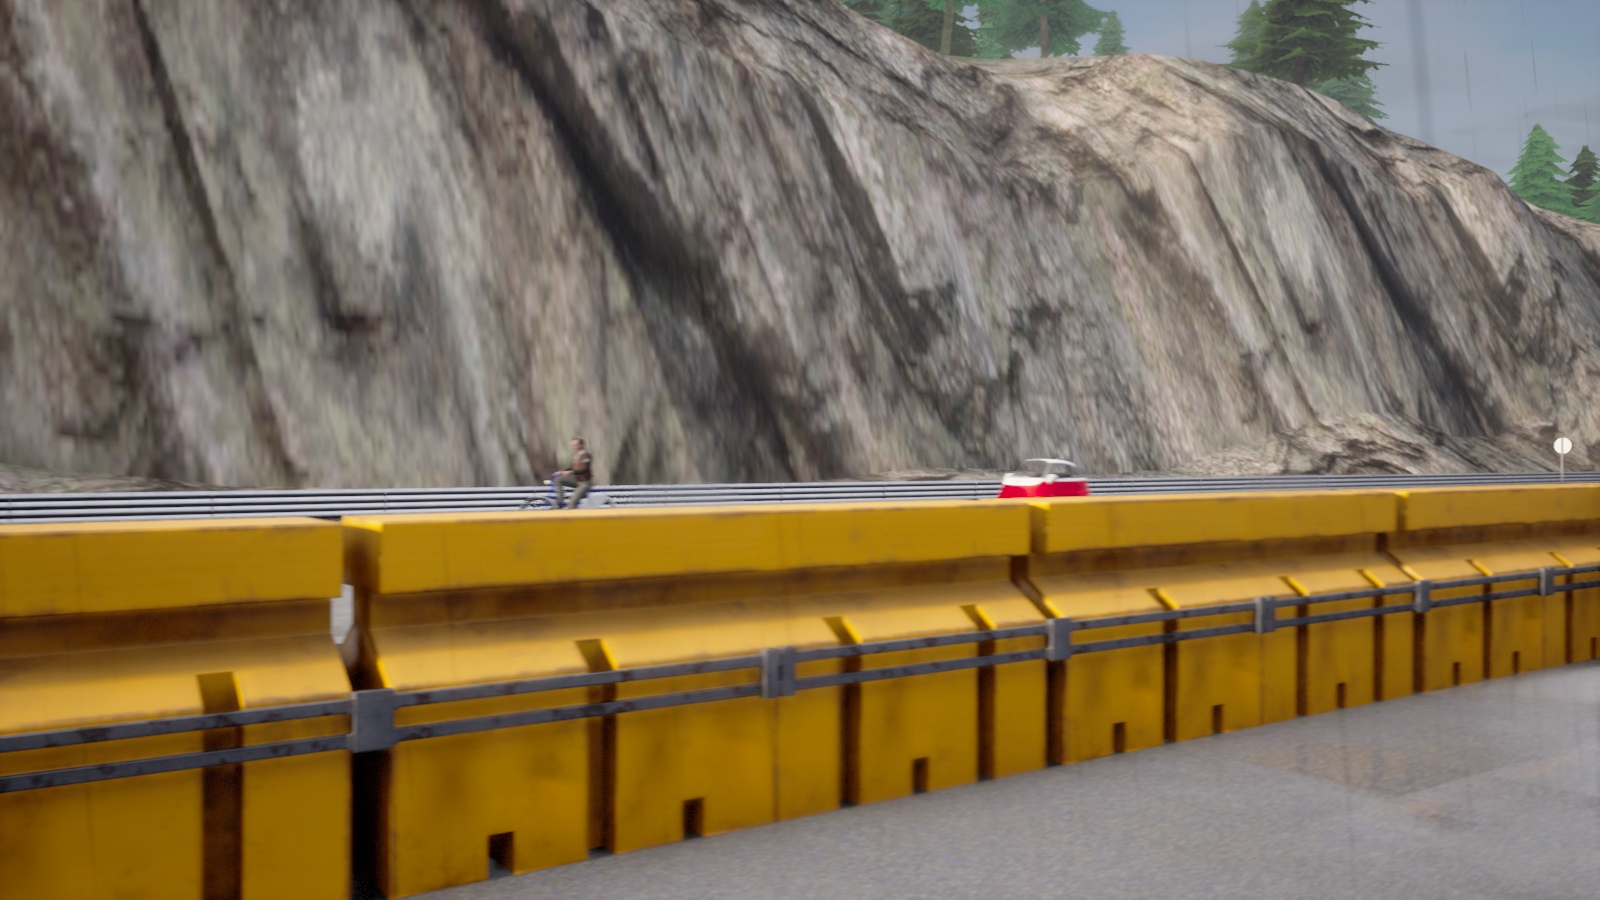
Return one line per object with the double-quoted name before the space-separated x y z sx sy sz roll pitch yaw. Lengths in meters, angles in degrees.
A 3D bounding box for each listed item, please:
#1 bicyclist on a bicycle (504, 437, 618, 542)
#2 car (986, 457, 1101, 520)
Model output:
"bicyclist on a bicycle" -4.189 0.678 22.066 1.843 1.776 0.659 0 0 -35
"car" 5.593 0.858 28.874 2.207 1.376 1.481 0 0 -35
